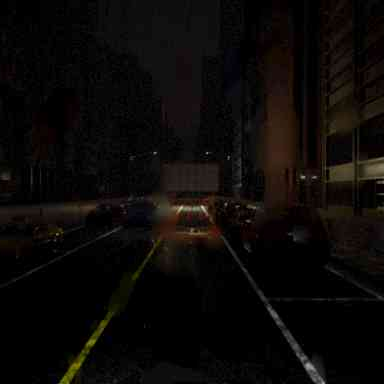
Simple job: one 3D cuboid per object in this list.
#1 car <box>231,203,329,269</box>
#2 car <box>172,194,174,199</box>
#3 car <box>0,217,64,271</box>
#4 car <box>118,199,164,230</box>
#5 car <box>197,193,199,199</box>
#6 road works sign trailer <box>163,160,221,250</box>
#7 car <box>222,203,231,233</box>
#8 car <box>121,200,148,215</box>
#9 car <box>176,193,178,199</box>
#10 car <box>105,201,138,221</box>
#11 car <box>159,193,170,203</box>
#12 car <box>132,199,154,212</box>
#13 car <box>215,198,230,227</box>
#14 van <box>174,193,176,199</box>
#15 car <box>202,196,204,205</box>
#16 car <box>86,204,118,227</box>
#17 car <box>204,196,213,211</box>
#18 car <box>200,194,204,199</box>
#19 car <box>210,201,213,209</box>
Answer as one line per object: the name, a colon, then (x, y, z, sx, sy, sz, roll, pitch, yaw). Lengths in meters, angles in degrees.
car: (2.765, 1.303, 11.033, 2.192, 1.841, 5.009, 0, 0, 0)
car: (-5.743, 1.511, 73.484, 2.008, 1.369, 4.403, 0, 0, 0)
car: (-5.760, 1.514, 10.862, 1.752, 1.417, 4.829, 0, 0, 0)
car: (-3.094, 1.457, 21.324, 1.882, 1.535, 5.008, 0, 0, 0)
car: (2.786, 1.539, 84.843, 1.802, 1.307, 4.206, 0, 0, 0)
road works sign trailer: (0.004, 0.450, 14.241, 2.380, 3.560, 2.880, 0, 0, 0)
car: (2.767, 1.508, 16.882, 1.752, 1.417, 4.829, 0, 0, 0)
car: (-5.753, 1.517, 33.742, 1.887, 1.381, 4.507, 0, 0, 0)
car: (-5.738, 1.272, 90.517, 2.192, 1.841, 5.009, 0, 0, 0)
car: (-5.755, 1.500, 27.895, 1.752, 1.417, 4.829, 0, 0, 0)
car: (-5.744, 1.401, 67.806, 1.967, 1.590, 4.097, 0, 0, 0)
car: (-5.752, 1.535, 39.420, 1.947, 1.339, 4.313, 0, 0, 0)
car: (2.768, 1.418, 22.390, 1.967, 1.590, 4.097, 0, 0, 0)
van: (-5.740, 1.299, 84.839, 1.690, 1.788, 3.998, 0, 0, 0)
car: (2.774, 1.533, 45.100, 1.947, 1.339, 4.313, 0, 0, 0)
car: (-5.757, 1.523, 22.388, 1.887, 1.381, 4.507, 0, 0, 0)
car: (2.773, 1.409, 39.422, 1.967, 1.590, 4.097, 0, 0, 0)
car: (2.778, 1.404, 56.454, 1.967, 1.590, 4.097, 0, 0, 0)
car: (2.770, 1.519, 28.067, 1.887, 1.381, 4.507, 0, 0, 0)
